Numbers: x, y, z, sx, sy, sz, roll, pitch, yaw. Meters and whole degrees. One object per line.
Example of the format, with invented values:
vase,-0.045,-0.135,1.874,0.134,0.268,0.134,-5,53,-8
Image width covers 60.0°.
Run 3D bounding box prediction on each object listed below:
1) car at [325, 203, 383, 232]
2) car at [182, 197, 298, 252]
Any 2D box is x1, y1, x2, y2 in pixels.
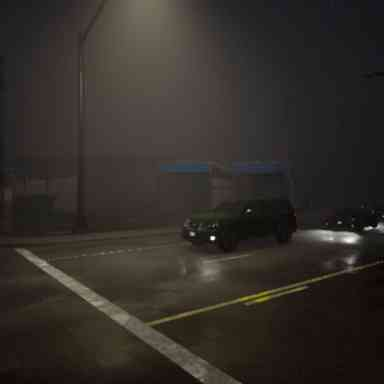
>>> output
car,9.961,1.583,20.619,4.181,1.385,1.994,0,0,-44
car,2.239,1.250,14.371,5.566,2.045,2.150,0,0,-36
